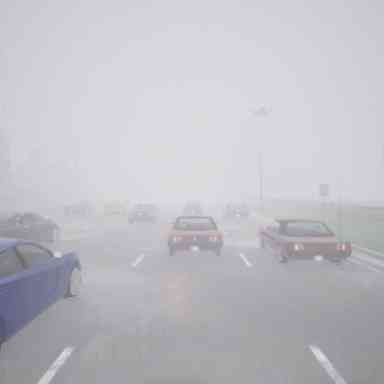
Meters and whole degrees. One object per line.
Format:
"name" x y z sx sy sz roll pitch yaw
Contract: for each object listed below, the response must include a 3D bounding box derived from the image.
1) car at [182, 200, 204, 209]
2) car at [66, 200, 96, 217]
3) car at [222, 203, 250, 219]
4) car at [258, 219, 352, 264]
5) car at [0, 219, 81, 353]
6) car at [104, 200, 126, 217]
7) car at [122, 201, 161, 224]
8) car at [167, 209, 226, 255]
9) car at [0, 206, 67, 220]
"car" 0.094 1.492 30.870 1.812 1.442 4.674 0 0 0
"car" -10.406 1.492 30.870 1.812 1.442 4.674 0 0 0
"car" 3.607 1.570 28.309 1.895 1.301 4.718 0 0 0
"car" 3.605 1.588 11.663 1.895 1.301 4.718 0 0 0
"car" -3.397 1.472 5.445 1.882 1.535 5.008 0 0 0
"car" -6.893 1.444 31.357 1.882 1.535 5.008 0 0 0
"car" -3.395 1.521 24.314 2.033 1.411 5.357 0 0 0
"car" 0.103 1.587 13.229 1.895 1.301 4.718 0 0 0
"car" -6.897 1.490 13.091 1.837 1.490 4.892 0 0 0
